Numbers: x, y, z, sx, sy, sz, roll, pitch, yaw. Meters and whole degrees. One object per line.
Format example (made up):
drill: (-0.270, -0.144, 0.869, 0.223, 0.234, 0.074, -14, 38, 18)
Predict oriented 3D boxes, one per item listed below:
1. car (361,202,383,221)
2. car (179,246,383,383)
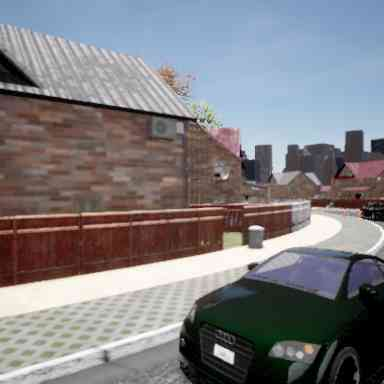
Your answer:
car: (15.782, 1.635, 28.124, 1.837, 1.490, 4.892, 0, -1, 11)
car: (1.843, 1.564, 4.899, 4.181, 1.385, 1.994, 0, 0, -41)
